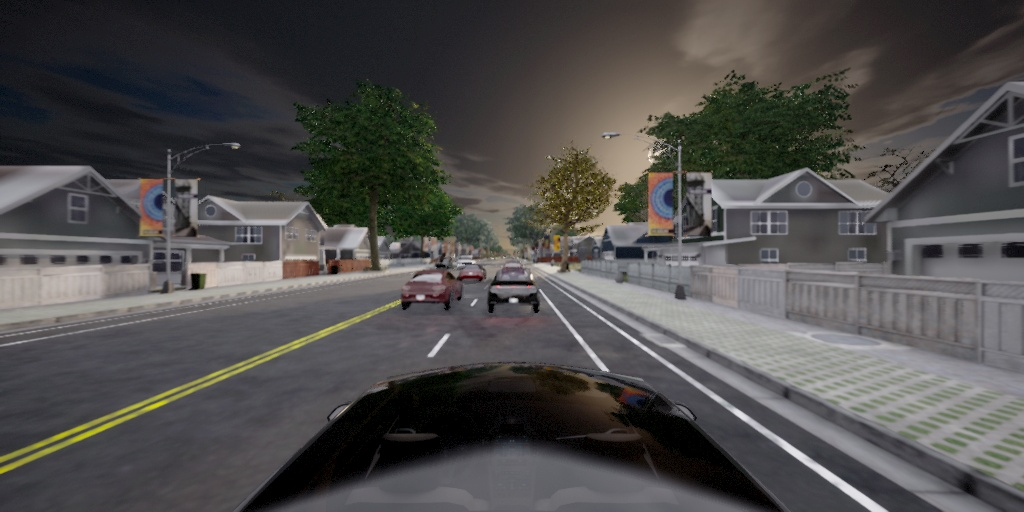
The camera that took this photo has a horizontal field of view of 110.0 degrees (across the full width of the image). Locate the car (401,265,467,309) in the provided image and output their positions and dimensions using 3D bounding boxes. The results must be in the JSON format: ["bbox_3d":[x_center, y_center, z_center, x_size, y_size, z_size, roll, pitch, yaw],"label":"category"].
[{"bbox_3d":[-3.178,1.274,14.771,1.812,1.442,4.674,0,0,0],"label":"car"}]

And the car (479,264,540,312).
[{"bbox_3d":[0.068,1.241,14.194,2.128,1.511,4.902,0,0,0],"label":"car"}]

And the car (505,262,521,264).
[{"bbox_3d":[0.074,1.224,30.778,1.882,1.535,5.008,0,0,0],"label":"car"}]

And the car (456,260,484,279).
[{"bbox_3d":[-3.179,1.310,29.648,1.994,1.385,4.181,0,0,0],"label":"car"}]

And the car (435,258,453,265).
[{"bbox_3d":[-9.829,1.096,51.993,2.097,1.767,4.553,0,0,0],"label":"car"}]

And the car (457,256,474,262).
[{"bbox_3d":[-6.583,0.964,51.519,2.150,2.045,5.566,0,0,0],"label":"car"}]
